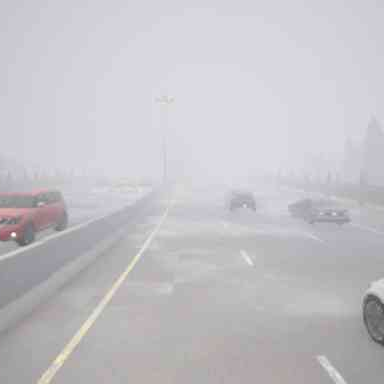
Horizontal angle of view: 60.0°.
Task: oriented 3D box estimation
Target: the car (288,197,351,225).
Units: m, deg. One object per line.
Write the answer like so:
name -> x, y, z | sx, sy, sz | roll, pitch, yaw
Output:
car -> 7.087, 0.974, 19.043 | 2.033, 1.411, 5.357 | 0, 4, 0

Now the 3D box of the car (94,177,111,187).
car -> -14.083, -1.552, 52.489 | 1.837, 1.490, 4.892 | 0, 5, 0

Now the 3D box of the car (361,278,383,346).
car -> 3.591, 1.523, 3.343 | 1.812, 1.442, 4.674 | 0, 0, 0

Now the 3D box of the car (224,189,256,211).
car -> 3.588, 0.502, 24.967 | 1.837, 1.490, 4.892 | 0, 4, 0

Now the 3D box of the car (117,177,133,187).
car -> -10.584, -1.590, 52.664 | 1.882, 1.535, 5.008 | 0, 5, 0

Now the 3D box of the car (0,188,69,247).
car -> -7.106, 0.932, 14.075 | 2.150, 2.045, 5.566 | 0, 3, 0

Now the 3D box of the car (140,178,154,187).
car -> -7.083, -1.543, 52.689 | 1.812, 1.442, 4.674 | 0, 5, 0
